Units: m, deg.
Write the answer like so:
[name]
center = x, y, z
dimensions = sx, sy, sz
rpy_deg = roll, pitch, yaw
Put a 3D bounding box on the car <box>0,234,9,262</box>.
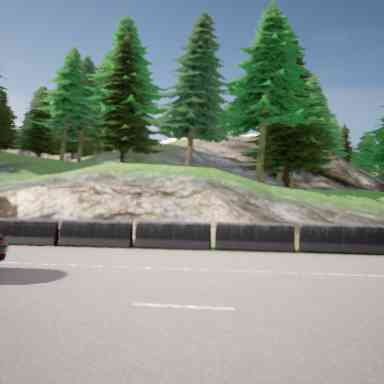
[car]
center = -7.904, 1.579, 9.627
dimensions = 4.892, 1.490, 1.837
rpy_deg = 0, -1, 7
